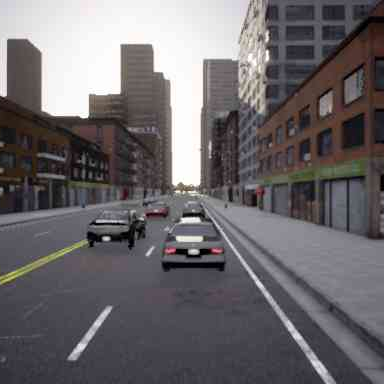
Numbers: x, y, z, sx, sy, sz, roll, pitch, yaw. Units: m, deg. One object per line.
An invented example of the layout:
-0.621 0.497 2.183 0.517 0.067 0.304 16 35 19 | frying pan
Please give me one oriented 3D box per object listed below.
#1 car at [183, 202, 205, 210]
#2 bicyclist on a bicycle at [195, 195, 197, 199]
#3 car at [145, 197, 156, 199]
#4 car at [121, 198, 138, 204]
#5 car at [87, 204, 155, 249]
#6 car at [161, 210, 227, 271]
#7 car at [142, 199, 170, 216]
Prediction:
0.158 1.584 30.625 1.994 1.385 4.181 0 0 0 | car
1.143 1.591 91.497 0.866 1.612 1.509 0 0 0 | bicyclist on a bicycle
-6.439 1.530 51.276 1.882 1.535 5.008 0 0 0 | car
-9.687 1.653 51.442 1.895 1.301 4.718 0 0 0 | car
-3.142 1.501 14.708 2.128 1.511 4.902 0 0 0 | car
0.070 1.554 10.906 2.033 1.411 5.357 0 0 1 | car
-3.092 1.583 30.632 1.994 1.385 4.181 0 0 0 | car
